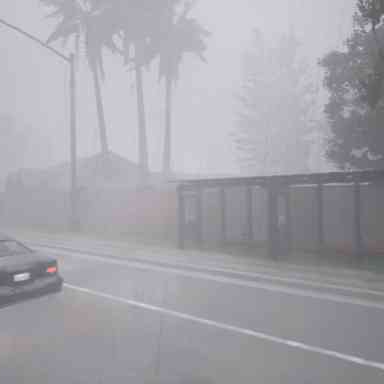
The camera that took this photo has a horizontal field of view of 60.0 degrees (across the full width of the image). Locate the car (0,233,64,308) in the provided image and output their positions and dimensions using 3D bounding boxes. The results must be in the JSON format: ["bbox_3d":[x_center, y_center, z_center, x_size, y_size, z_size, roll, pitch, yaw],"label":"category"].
[{"bbox_3d":[-5.151,1.628,7.595,5.357,1.411,2.033,0,0,36],"label":"car"}]
